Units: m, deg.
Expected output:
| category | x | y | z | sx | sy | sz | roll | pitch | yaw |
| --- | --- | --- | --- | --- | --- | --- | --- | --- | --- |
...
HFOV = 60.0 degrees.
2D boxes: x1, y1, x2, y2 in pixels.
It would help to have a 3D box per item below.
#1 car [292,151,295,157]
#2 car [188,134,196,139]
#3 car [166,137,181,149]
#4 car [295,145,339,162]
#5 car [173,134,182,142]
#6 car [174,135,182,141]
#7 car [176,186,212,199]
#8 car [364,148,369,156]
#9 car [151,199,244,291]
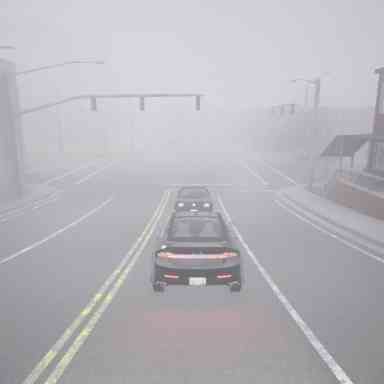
| category | x | y | z | sx | sy | sz | roll | pitch | yaw |
| --- | --- | --- | --- | --- | --- | --- | --- | --- | --- |
| car | 15.998 | -5.487 | 44.912 | 4.553 | 1.767 | 2.097 | 0 | 12 | 0 |
| car | 0.058 | -14.777 | 88.093 | 1.994 | 1.385 | 4.181 | 0 | 12 | 0 |
| car | -3.530 | -8.503 | 59.350 | 1.837 | 1.490 | 4.892 | 0 | 12 | 0 |
| car | 15.830 | -4.735 | 41.495 | 4.553 | 1.767 | 2.097 | 0 | 12 | 0 |
| car | -3.448 | -12.831 | 79.003 | 1.837 | 1.490 | 4.892 | 0 | 12 | 0 |
| car | -3.454 | -10.615 | 69.173 | 1.994 | 1.385 | 4.181 | 0 | 12 | 0 |
| car | 0.096 | 0.329 | 18.035 | 1.895 | 1.301 | 4.718 | 0 | 8 | 0 |
| car | 26.325 | -5.607 | 44.844 | 5.566 | 2.045 | 2.150 | 0 | 12 | 0 |
| car | 0.105 | 1.221 | 8.332 | 2.128 | 1.511 | 4.902 | 0 | 4 | 0 |
